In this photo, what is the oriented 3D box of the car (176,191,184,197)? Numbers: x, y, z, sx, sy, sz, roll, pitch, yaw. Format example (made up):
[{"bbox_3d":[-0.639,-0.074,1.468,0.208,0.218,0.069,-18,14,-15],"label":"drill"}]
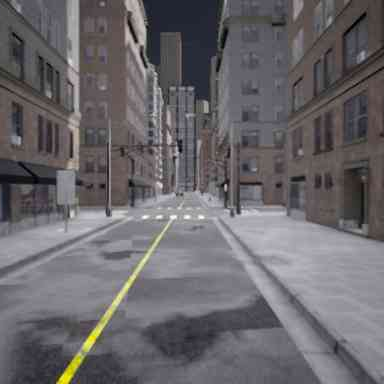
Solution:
[{"bbox_3d":[-3.007,0.376,81.392,1.882,1.535,5.008,0,1,0],"label":"car"}]

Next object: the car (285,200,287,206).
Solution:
[{"bbox_3d":[11.425,1.189,31.715,4.902,1.511,2.128,0,0,0],"label":"car"}]
